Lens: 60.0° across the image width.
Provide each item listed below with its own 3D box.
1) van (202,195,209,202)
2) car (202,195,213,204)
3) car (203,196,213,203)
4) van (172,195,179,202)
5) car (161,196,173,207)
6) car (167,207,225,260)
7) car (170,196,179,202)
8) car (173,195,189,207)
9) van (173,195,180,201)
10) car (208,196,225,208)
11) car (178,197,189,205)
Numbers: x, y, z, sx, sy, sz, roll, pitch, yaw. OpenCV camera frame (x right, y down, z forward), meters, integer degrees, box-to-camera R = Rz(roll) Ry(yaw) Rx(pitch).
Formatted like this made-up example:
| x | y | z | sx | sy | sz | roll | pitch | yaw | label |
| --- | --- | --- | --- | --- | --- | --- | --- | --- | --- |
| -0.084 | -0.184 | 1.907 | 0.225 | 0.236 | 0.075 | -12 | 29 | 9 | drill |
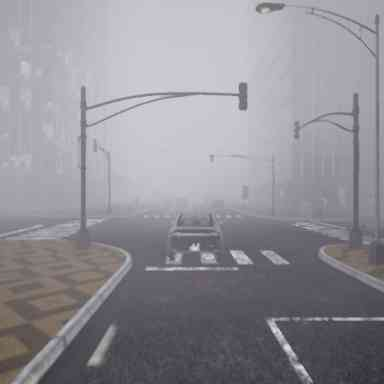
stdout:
| x | y | z | sx | sy | sz | roll | pitch | yaw | label |
| --- | --- | --- | --- | --- | --- | --- | --- | --- | --- |
| 3.565 | 1.610 | 87.769 | 1.690 | 1.788 | 3.998 | 0 | 0 | 0 | van |
| 3.665 | 1.547 | 71.186 | 2.192 | 1.841 | 5.009 | 0 | 0 | 0 | car |
| 3.632 | 1.685 | 76.714 | 1.967 | 1.590 | 4.097 | 0 | 0 | 0 | car |
| -4.315 | 1.610 | 87.722 | 1.690 | 1.788 | 3.998 | 0 | 0 | 0 | van |
| -4.115 | 1.772 | 54.556 | 1.802 | 1.307 | 4.206 | 0 | 0 | 0 | car |
| 0.170 | 1.542 | 12.640 | 2.128 | 1.511 | 4.902 | 0 | 0 | 2 | car |
| -4.282 | 1.697 | 82.194 | 1.967 | 1.590 | 4.097 | 0 | 0 | 0 | car |
| -1.613 | 1.664 | 53.195 | 1.882 | 1.535 | 5.008 | 0 | 0 | 0 | car |
| -4.349 | 1.622 | 93.249 | 1.690 | 1.788 | 3.998 | 0 | 0 | 0 | van |
| 3.847 | 1.741 | 49.077 | 1.947 | 1.339 | 4.313 | 0 | 0 | 0 | car |
| -1.636 | 1.748 | 68.617 | 2.128 | 1.511 | 4.902 | 0 | 0 | 0 | car |
